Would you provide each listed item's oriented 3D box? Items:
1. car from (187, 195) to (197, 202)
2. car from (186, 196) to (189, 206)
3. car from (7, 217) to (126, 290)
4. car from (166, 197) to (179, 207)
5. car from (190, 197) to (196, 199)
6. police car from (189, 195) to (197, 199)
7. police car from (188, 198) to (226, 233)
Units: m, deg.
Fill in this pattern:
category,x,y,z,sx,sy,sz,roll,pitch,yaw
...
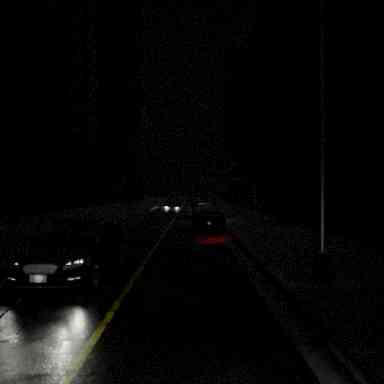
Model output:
category,x,y,z,sx,sy,sz,roll,pitch,yaw
car,-0.001,1.343,71.312,1.882,1.535,5.008,0,0,0
car,0.000,1.505,56.310,1.837,1.490,4.892,0,0,0
car,-3.099,1.484,9.151,2.128,1.511,4.902,0,0,0
car,-3.065,1.475,52.375,1.882,1.535,5.008,0,0,0
car,0.901,1.492,29.729,1.837,1.490,4.892,0,0,0
police car,0.900,1.414,35.839,1.930,1.638,5.238,0,0,0
police car,0.900,1.413,19.838,1.930,1.638,5.238,0,0,0
